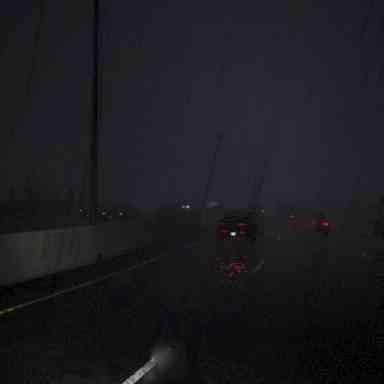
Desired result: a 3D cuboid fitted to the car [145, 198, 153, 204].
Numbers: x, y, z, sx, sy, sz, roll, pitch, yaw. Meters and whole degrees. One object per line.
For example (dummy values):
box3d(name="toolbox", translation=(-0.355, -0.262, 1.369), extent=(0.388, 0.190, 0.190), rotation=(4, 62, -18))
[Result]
box3d(name="car", translation=(-9.383, 1.993, 70.917), extent=(1.994, 1.385, 4.181), rotation=(1, 0, -12))

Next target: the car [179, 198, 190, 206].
box3d(name="car", translation=(-1.679, 2.046, 68.297), extent=(2.128, 1.511, 4.902), rotation=(1, 0, -12))

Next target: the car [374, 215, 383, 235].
box3d(name="car", translation=(11.291, 1.805, 17.959), extent=(1.837, 1.490, 4.892), rotation=(1, 0, 16))

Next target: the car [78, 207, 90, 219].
box3d(name="car", translation=(-8.478, 1.732, 30.619), extent=(1.895, 1.301, 4.718), rotation=(1, 0, 11))

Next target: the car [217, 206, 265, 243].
box3d(name="car", translation=(2.616, 1.680, 17.358), extent=(1.837, 1.490, 4.892), rotation=(1, -1, 18))

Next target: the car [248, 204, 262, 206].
box3d(name="car", translation=(6.613, 1.919, 34.920), extent=(2.033, 1.411, 5.357), rotation=(1, 0, 8))

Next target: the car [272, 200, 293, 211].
box3d(name="car", translation=(14.484, 2.133, 53.550), extent=(1.837, 1.490, 4.892), rotation=(1, 0, -4))

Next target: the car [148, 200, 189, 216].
box3d(name="car", translation=(-1.884, 1.707, 28.250), extent=(1.837, 1.490, 4.892), rotation=(1, 0, 12))

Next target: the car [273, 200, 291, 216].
box3d(name="car", translation=(10.396, 1.940, 37.934), extent=(2.128, 1.511, 4.902), rotation=(1, 0, 6))

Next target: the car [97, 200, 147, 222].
box3d(name="car", translation=(-5.650, 1.669, 27.384), extent=(1.812, 1.442, 4.674), rotation=(1, 0, 13))

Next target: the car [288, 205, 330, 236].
box3d(name="car", translation=(7.300, 1.815, 20.669), extent=(2.033, 1.411, 5.357), rotation=(1, 0, 15))

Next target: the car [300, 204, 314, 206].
box3d(name="car", translation=(14.311, 2.134, 41.918), extent=(1.895, 1.301, 4.718), rotation=(1, 0, 2))
